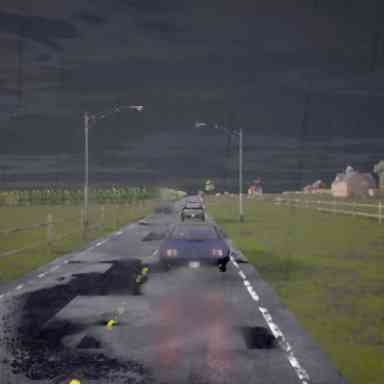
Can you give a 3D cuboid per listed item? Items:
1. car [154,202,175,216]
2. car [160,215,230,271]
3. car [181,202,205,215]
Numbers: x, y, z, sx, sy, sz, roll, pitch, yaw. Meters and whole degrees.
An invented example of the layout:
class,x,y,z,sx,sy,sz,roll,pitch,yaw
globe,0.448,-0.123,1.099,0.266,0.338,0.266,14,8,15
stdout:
class,x,y,z,sx,sy,sz,roll,pitch,yaw
car,-2.855,1.756,34.857,1.895,1.301,4.718,0,0,0
car,0.079,1.650,11.042,1.895,1.301,4.718,0,0,0
car,0.082,1.615,27.788,2.128,1.511,4.902,0,0,0
